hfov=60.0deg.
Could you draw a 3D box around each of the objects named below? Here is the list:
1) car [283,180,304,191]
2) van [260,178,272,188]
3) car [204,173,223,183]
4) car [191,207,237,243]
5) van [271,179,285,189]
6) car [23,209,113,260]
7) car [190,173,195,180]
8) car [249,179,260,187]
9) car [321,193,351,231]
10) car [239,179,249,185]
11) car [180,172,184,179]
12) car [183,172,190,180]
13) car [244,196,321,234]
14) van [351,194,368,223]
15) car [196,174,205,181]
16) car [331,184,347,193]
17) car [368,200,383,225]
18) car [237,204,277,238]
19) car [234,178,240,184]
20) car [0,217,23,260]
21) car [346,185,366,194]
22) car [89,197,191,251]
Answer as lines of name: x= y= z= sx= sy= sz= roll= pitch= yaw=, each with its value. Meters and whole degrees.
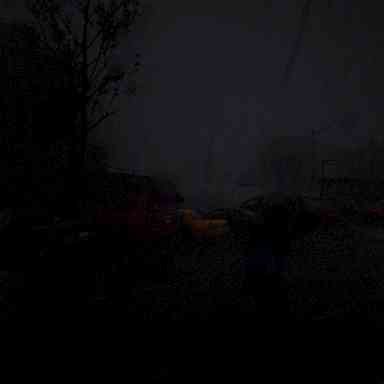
car: x=19.698 y=-0.992 z=62.992 sx=2.231 sy=1.521 sz=4.892 roll=7 pitch=3 yaw=35
van: x=16.212 y=-1.764 z=67.827 sx=1.878 sy=1.987 sz=4.442 roll=7 pitch=4 yaw=35
car: x=5.966 y=-3.175 z=82.857 sx=1.946 sy=1.575 sz=5.366 roll=7 pitch=3 yaw=34
car: x=-0.809 y=1.502 z=16.141 sx=5.366 sy=1.575 sz=1.946 roll=-1 pitch=-1 yaw=35
van: x=17.939 y=-1.491 z=65.355 sx=1.878 sy=1.987 sz=4.442 roll=7 pitch=4 yaw=35
car: x=-5.576 y=1.524 z=12.571 sx=4.792 sy=1.488 sz=2.163 roll=-1 pitch=-1 yaw=35
car: x=2.323 y=-3.850 z=87.584 sx=2.185 sy=1.767 sz=4.553 roll=6 pitch=3 yaw=34
car: x=14.639 y=-1.812 z=70.559 sx=1.946 sy=1.575 sz=5.366 roll=7 pitch=3 yaw=35
car: x=6.741 y=1.267 z=21.227 sx=5.566 sy=2.045 sz=2.435 roll=-1 pitch=-1 yaw=35
car: x=12.808 y=-2.043 z=72.881 sx=2.002 sy=1.452 sz=4.674 roll=7 pitch=4 yaw=35
car: x=-1.176 y=-4.362 z=92.403 sx=2.435 sy=2.045 sz=5.566 roll=1 pitch=-1 yaw=34
car: x=0.594 y=-4.084 z=90.055 sx=2.185 sy=1.767 sz=4.553 roll=4 pitch=1 yaw=33
car: x=4.226 y=1.262 z=19.524 sx=5.566 sy=2.045 sz=2.435 roll=-1 pitch=-1 yaw=35
van: x=9.280 y=1.296 z=22.896 sx=4.442 sy=1.987 sz=1.878 roll=-1 pitch=-1 yaw=35
car: x=4.116 y=-3.698 z=85.117 sx=2.435 sy=2.045 sz=5.566 roll=7 pitch=3 yaw=34
car: x=24.905 y=-0.426 z=55.604 sx=2.435 sy=2.045 sz=5.566 roll=7 pitch=3 yaw=35
car: x=11.690 y=1.403 z=24.645 sx=4.553 sy=1.767 sz=2.185 roll=-1 pitch=-1 yaw=35
car: x=1.798 y=1.548 z=17.767 sx=4.674 sy=1.452 sz=2.002 roll=-1 pitch=-1 yaw=35
car: x=11.067 y=-2.317 z=75.344 sx=2.002 sy=1.452 sz=4.674 roll=7 pitch=3 yaw=35
car: x=-7.996 y=1.493 z=10.825 sx=4.892 sy=1.521 sz=2.231 roll=-1 pitch=-1 yaw=35
car: x=26.594 y=0.137 z=53.131 sx=2.002 sy=1.452 sz=4.674 roll=7 pitch=3 yaw=35
car: x=-3.130 y=1.247 z=14.315 sx=5.566 sy=2.045 sz=2.435 roll=-1 pitch=-1 yaw=35
